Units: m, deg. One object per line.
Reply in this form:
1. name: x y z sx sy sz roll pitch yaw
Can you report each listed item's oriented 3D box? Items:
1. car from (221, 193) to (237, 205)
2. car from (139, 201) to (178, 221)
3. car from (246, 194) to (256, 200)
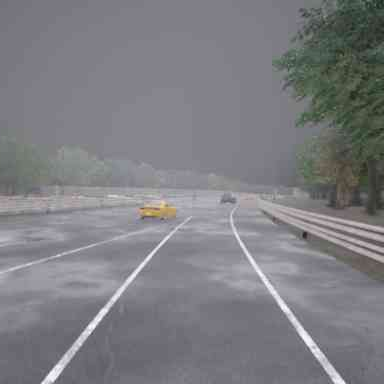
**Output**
1. car: 6.691 1.200 60.333 2.150 2.045 5.566 0 0 16
2. car: -2.592 1.453 26.941 1.882 1.535 5.008 0 0 15
3. car: 15.925 1.338 89.988 2.097 1.767 4.553 1 0 18
